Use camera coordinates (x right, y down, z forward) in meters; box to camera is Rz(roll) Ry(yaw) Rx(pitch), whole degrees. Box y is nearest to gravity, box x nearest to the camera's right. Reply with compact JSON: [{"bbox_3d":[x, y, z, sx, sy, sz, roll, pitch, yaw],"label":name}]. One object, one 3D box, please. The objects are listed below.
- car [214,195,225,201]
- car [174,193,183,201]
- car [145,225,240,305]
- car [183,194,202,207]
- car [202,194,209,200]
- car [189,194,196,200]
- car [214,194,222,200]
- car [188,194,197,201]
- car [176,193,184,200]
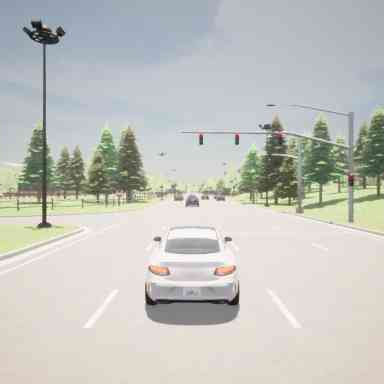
[{"bbox_3d":[7.124,1.517,82.442,2.128,1.511,4.902,0,0,0],"label":"car"},{"bbox_3d":[-3.375,1.544,82.842,1.994,1.385,4.181,0,0,0],"label":"car"},{"bbox_3d":[0.018,1.526,7.937,1.812,1.442,4.674,0,0,0],"label":"car"},{"bbox_3d":[0.078,1.352,51.810,2.097,1.767,4.553,0,0,0],"label":"car"},{"bbox_3d":[3.640,1.355,93.251,2.097,1.767,4.553,0,0,0],"label":"car"},{"bbox_3d":[0.140,1.332,92.873,1.837,1.490,4.892,0,0,0],"label":"car"},{"bbox_3d":[7.140,1.385,92.862,1.994,1.385,4.181,0,0,0],"label":"car"},{"bbox_3d":[0.125,1.347,82.840,2.097,1.767,4.553,0,0,0],"label":"car"},{"bbox_3d":[-3.360,1.187,92.848,2.097,1.767,4.553,0,0,0],"label":"car"}]
